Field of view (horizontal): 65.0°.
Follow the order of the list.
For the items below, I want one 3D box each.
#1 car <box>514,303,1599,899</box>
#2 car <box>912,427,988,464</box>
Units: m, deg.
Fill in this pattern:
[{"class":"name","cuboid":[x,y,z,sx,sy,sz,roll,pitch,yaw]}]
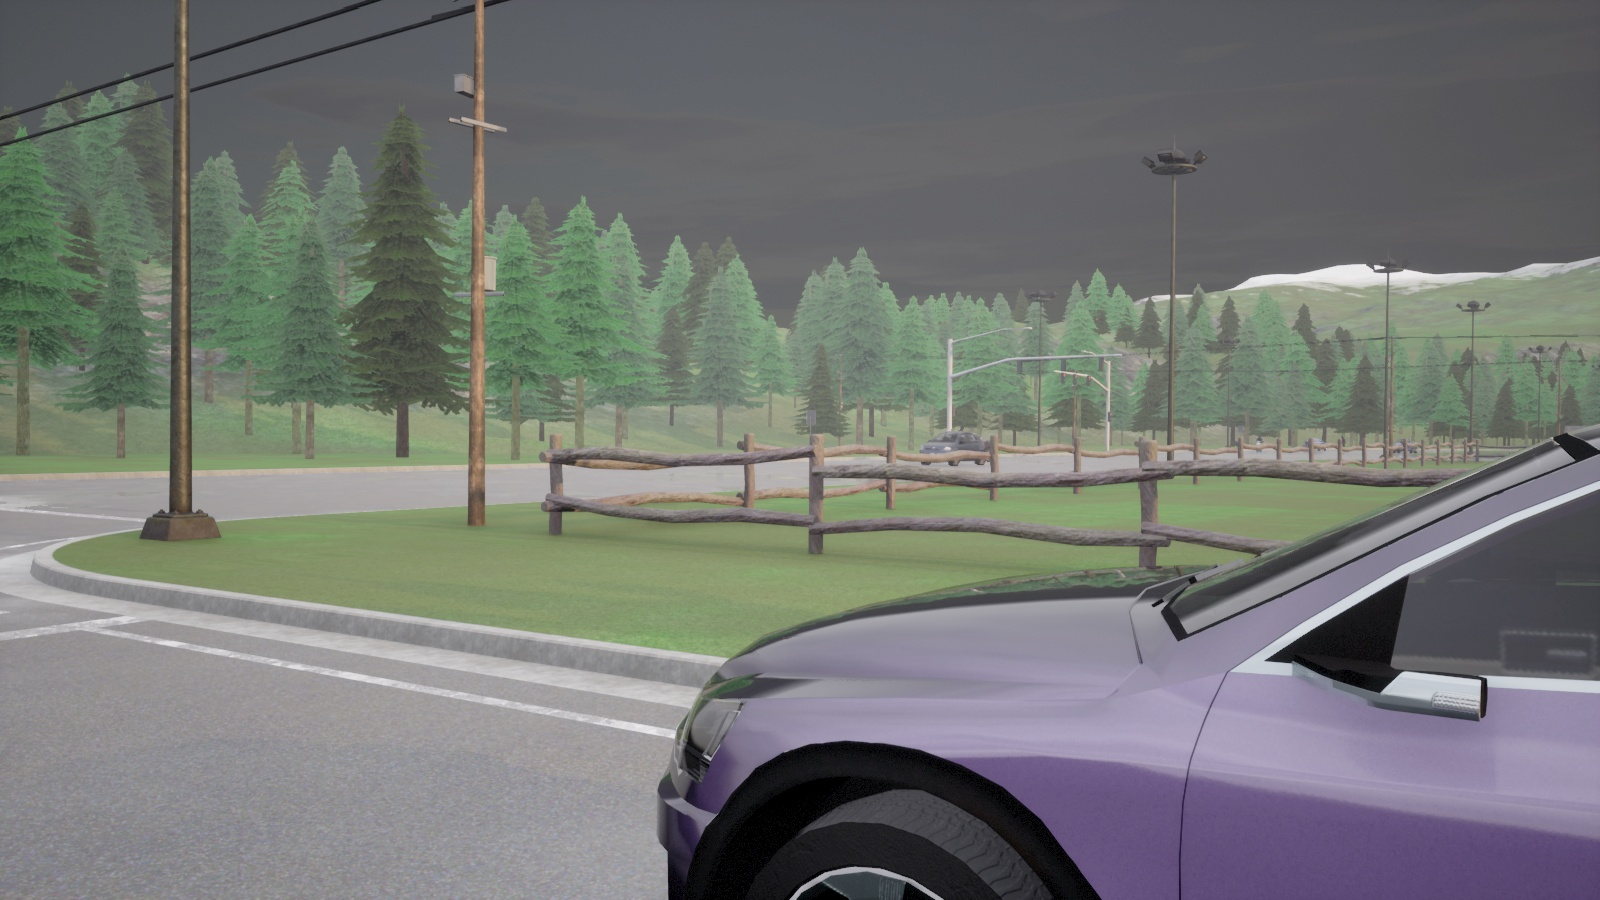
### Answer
[{"class":"car","cuboid":[1.952,0.612,2.326,4.856,1.649,2.033,0,1,34]},{"class":"car","cuboid":[7.004,-0.230,58.283,1.851,1.617,3.988,0,1,34]}]
